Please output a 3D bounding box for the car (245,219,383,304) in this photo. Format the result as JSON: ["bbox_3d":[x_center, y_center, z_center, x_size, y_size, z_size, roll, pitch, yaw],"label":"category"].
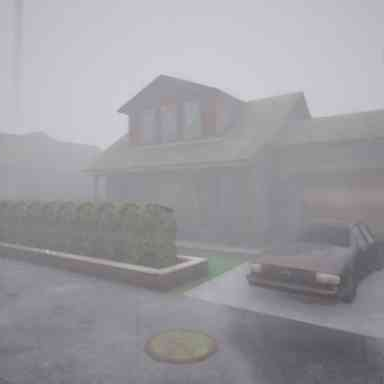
[{"bbox_3d":[3.351,1.405,8.093,2.033,1.415,5.357,0,0,39],"label":"car"}]
